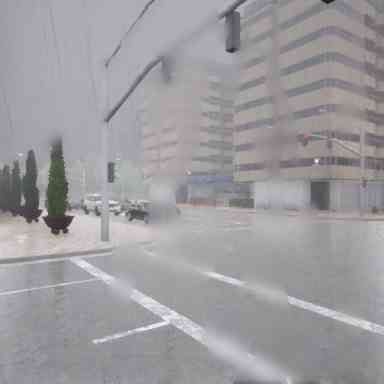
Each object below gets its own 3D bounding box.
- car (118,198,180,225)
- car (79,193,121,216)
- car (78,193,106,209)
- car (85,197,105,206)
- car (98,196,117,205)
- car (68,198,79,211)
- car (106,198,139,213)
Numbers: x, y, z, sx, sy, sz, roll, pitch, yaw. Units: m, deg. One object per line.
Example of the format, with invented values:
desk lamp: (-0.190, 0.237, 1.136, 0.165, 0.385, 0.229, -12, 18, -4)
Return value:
car: (-3.294, 1.492, 24.682, 2.128, 1.511, 4.902, 0, 0, -35)
car: (-8.956, 1.222, 32.767, 2.150, 2.045, 5.566, 0, 0, -35)
car: (-13.834, 1.221, 45.878, 2.150, 2.045, 5.566, 0, 0, -34)
car: (-16.401, 1.564, 55.948, 1.994, 1.385, 4.181, 0, 0, -35)
car: (-15.554, 1.526, 60.837, 1.812, 1.442, 4.674, 0, 0, -35)
car: (-14.576, 1.526, 40.789, 1.812, 1.442, 4.674, 0, 0, -35)
car: (-7.926, 1.505, 37.401, 1.837, 1.490, 4.892, 0, 0, -35)
